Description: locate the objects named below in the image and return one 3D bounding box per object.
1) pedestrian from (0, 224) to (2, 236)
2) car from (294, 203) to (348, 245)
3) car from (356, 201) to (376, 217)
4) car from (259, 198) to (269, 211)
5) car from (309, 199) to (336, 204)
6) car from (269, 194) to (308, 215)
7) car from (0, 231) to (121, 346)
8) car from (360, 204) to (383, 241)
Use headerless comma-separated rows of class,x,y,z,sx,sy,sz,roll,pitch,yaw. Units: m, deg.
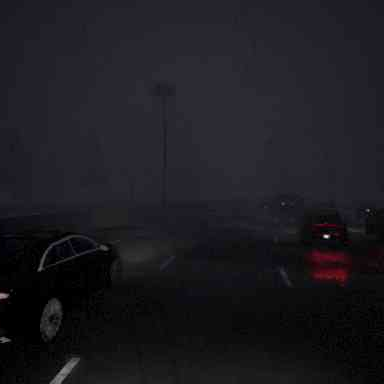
pedestrian,-7.397,1.574,12.658,0.375,1.300,0.375,0,0,11
car,5.982,1.505,15.588,1.837,1.490,4.892,0,0,15
car,16.452,1.564,31.040,1.994,1.385,4.181,0,0,28
car,9.604,1.504,40.466,1.837,1.490,4.892,0,0,28
car,13.017,1.547,32.134,2.033,1.411,5.357,0,0,28
car,9.838,1.221,33.544,2.150,2.045,5.566,0,0,28
car,-2.839,1.493,6.385,2.128,1.511,4.902,0,0,5
car,9.784,1.526,16.170,1.812,1.442,4.674,0,0,16
